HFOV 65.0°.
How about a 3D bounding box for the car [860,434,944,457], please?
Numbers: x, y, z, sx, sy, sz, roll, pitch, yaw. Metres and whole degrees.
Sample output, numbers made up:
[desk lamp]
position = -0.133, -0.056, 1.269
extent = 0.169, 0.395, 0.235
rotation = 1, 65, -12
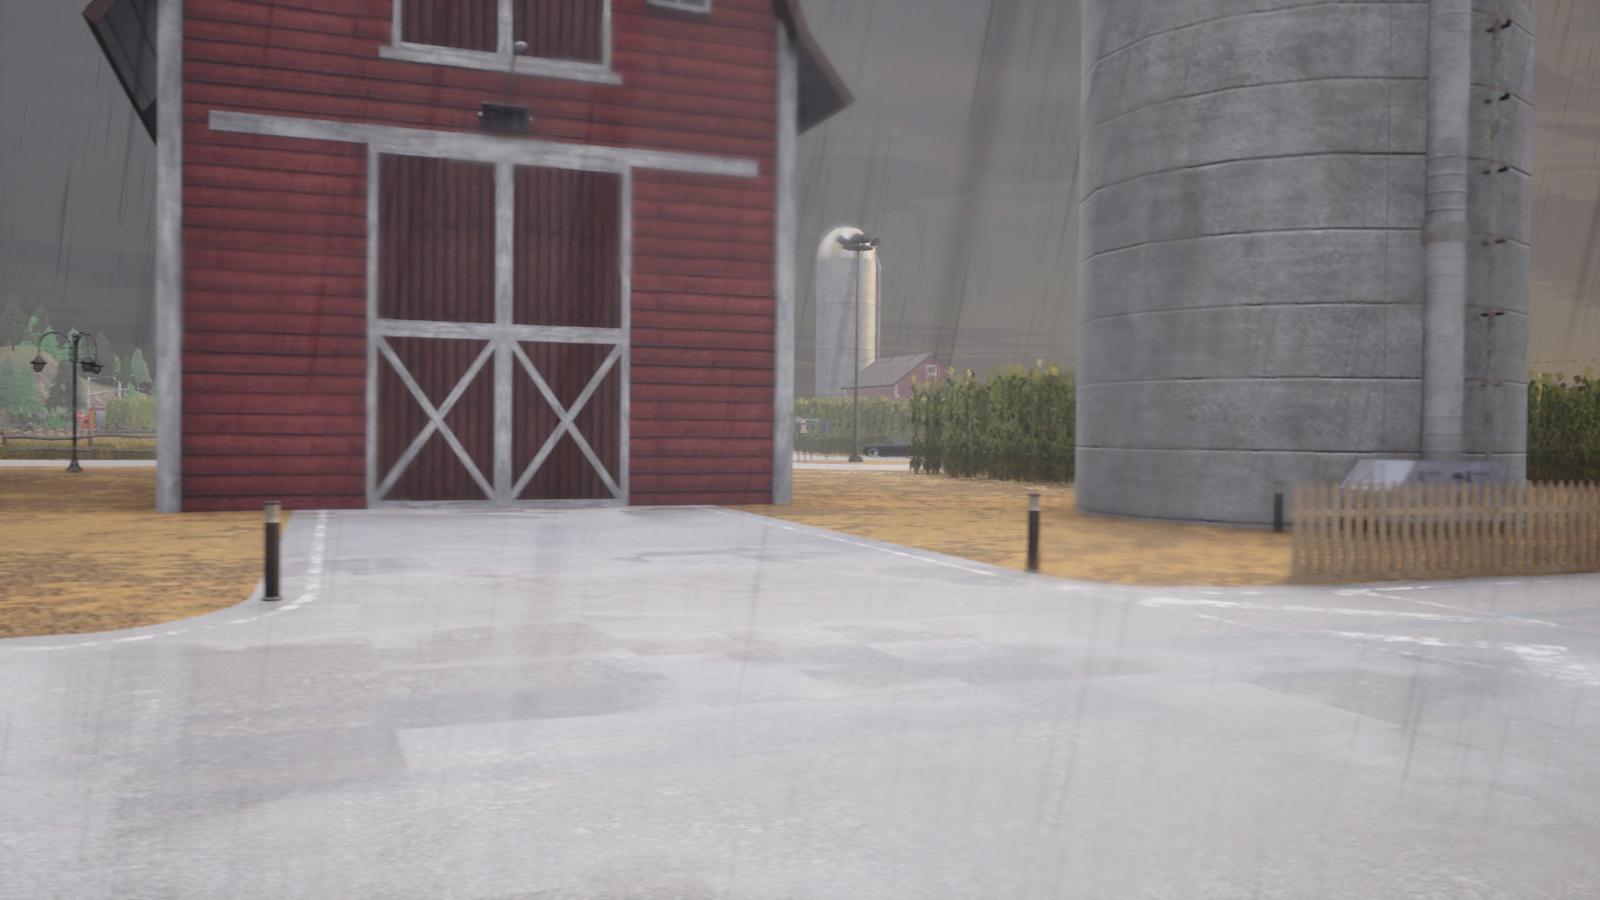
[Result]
[car]
position = 6.169, -0.262, 75.833
extent = 4.718, 1.301, 1.895
rotation = 0, 1, 23

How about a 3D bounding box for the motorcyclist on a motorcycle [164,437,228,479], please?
[motorcyclist on a motorcycle]
position = -24.750, 0.318, 51.498
extent = 2.350, 1.649, 0.766
rotation = -1, 1, -24
